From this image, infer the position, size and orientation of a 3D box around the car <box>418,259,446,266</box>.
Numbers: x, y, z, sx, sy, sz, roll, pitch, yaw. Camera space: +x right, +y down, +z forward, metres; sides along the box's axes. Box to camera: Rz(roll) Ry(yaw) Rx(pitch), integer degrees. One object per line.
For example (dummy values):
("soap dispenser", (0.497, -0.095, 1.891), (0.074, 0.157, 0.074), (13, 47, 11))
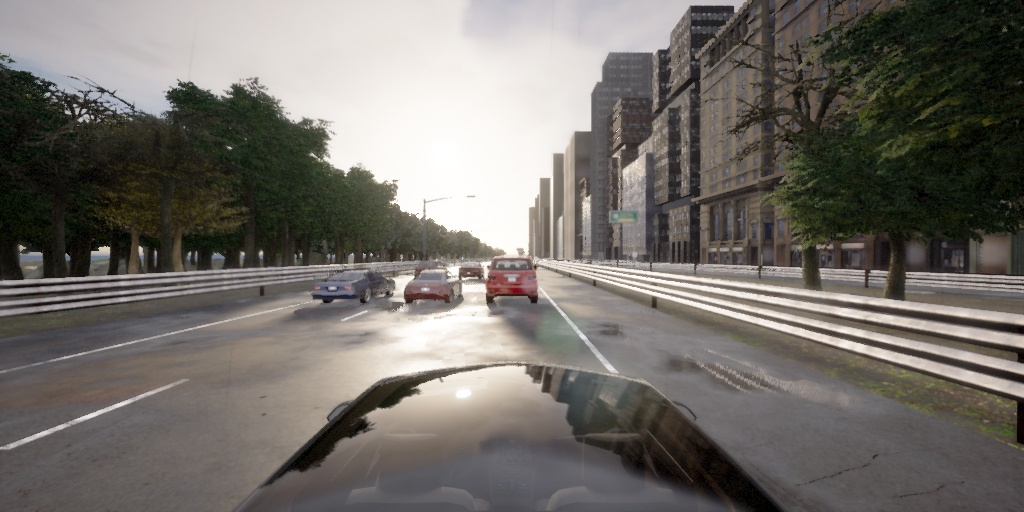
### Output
("car", (-7.001, 1.132, 31.472), (2.097, 1.767, 4.553), (0, 0, 0))

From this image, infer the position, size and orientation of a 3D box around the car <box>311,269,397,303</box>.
("car", (-7.000, 1.313, 16.500), (2.033, 1.411, 5.357), (0, 0, 0))

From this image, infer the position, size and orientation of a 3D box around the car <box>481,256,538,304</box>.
("car", (-0.001, 1.008, 16.530), (2.150, 2.045, 5.566), (0, 0, 0))

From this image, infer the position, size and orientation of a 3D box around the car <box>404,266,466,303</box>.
("car", (-3.501, 1.323, 16.501), (1.994, 1.385, 4.181), (0, 0, 0))

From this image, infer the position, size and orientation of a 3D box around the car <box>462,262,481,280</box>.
("car", (-3.501, 1.251, 31.502), (1.882, 1.535, 5.008), (0, 0, 0))
